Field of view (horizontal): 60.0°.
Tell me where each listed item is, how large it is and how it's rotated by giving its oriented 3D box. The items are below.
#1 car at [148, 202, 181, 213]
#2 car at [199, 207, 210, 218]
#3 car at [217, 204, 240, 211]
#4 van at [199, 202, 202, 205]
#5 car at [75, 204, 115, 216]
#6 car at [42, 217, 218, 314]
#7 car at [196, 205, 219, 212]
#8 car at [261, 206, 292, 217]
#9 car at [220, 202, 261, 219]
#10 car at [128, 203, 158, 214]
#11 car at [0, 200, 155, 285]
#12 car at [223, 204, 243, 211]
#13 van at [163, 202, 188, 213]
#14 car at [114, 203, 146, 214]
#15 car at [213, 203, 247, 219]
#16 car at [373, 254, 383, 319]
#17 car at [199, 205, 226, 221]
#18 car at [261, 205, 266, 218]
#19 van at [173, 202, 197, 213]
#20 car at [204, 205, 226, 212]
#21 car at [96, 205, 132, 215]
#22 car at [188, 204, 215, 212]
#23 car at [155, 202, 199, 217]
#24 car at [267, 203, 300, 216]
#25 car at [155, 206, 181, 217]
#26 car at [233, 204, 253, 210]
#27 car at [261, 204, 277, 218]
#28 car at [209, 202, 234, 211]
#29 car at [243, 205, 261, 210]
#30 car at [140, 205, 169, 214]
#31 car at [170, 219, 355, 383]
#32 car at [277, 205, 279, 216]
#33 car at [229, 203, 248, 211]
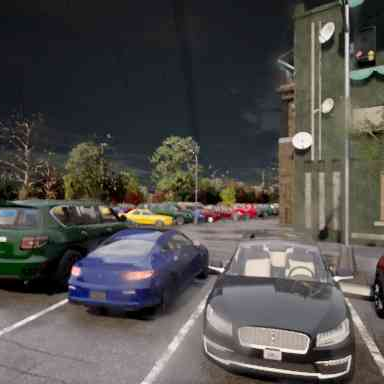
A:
[{"bbox_3d":[-4.967,2.823,61.076,5.566,2.045,2.435,0,-2,15],"label":"car"},{"bbox_3d":[-0.857,2.529,35.109,4.674,1.452,2.002,1,-1,15],"label":"car"},{"bbox_3d":[8.768,3.793,80.597,5.366,1.575,1.946,0,-2,14],"label":"car"},{"bbox_3d":[0.254,3.119,68.386,4.442,1.987,1.878,0,-2,15],"label":"van"},{"bbox_3d":[-14.071,2.595,48.199,5.366,1.575,1.946,0,-2,15],"label":"car"},{"bbox_3d":[-0.901,1.524,7.584,2.002,1.452,4.674,0,-1,15],"label":"car"},{"bbox_3d":[3.495,3.555,73.299,4.792,1.488,2.163,0,-2,15],"label":"car"},{"bbox_3d":[14.604,3.309,57.334,5.008,1.535,2.097,1,-1,15],"label":"car"},{"bbox_3d":[6.019,2.604,44.997,5.566,2.045,2.435,1,-1,15],"label":"car"},{"bbox_3d":[-8.299,2.768,56.163,4.553,1.767,2.185,0,-2,15],"label":"car"},{"bbox_3d":[-3.308,1.232,9.334,2.435,2.045,5.566,0,-1,16],"label":"car"},{"bbox_3d":[10.266,3.887,83.087,4.892,1.521,2.231,0,-2,14],"label":"car"},{"bbox_3d":[-3.131,2.938,63.489,4.442,1.987,1.878,0,-2,15],"label":"van"},{"bbox_3d":[-10.053,2.678,53.742,4.553,1.767,2.185,0,-2,15],"label":"car"},{"bbox_3d":[4.297,2.639,42.541,4.553,1.767,2.185,1,-1,15],"label":"car"},{"bbox_3d":[3.927,1.362,4.178,2.185,1.767,4.553,1,-1,16],"label":"car"},{"bbox_3d":[0.879,2.584,37.586,5.008,1.535,2.097,1,-1,15],"label":"car"},{"bbox_3d":[7.726,2.975,47.464,4.792,1.488,2.163,1,-1,15],"label":"car"},{"bbox_3d":[-1.439,3.028,65.937,4.442,1.987,1.878,0,-2,15],"label":"van"},{"bbox_3d":[5.245,3.645,75.738,4.792,1.488,2.163,0,-2,15],"label":"car"},{"bbox_3d":[-11.929,2.730,50.939,4.792,1.488,2.163,0,-2,15],"label":"car"},{"bbox_3d":[2.013,3.432,70.805,5.366,1.575,1.946,0,-2,15],"label":"car"},{"bbox_3d":[-2.549,2.140,32.644,5.566,2.045,2.435,1,-1,15],"label":"car"},{"bbox_3d":[16.348,3.149,59.806,5.566,2.045,2.435,1,-1,15],"label":"car"},{"bbox_3d":[-4.136,2.285,30.116,5.366,1.575,1.946,2,-2,15],"label":"car"},{"bbox_3d":[13.582,4.067,88.004,5.008,1.535,2.097,0,-2,14],"label":"car"},{"bbox_3d":[9.446,2.785,49.936,5.566,2.045,2.435,1,-1,15],"label":"car"},{"bbox_3d":[6.879,3.454,78.202,5.566,2.045,2.435,0,-2,15],"label":"car"},{"bbox_3d":[16.801,4.277,92.957,4.792,1.488,2.163,0,-2,13],"label":"car"},{"bbox_3d":[-6.635,3.024,58.619,4.674,1.452,2.002,0,-2,15],"label":"car"},{"bbox_3d":[1.510,1.487,5.870,2.231,1.521,4.892,1,-1,16],"label":"car"},{"bbox_3d":[11.149,3.156,52.403,4.792,1.488,2.163,1,-1,15],"label":"car"},{"bbox_3d":[11.954,3.851,85.542,4.553,1.767,2.185,0,-2,14],"label":"car"}]
